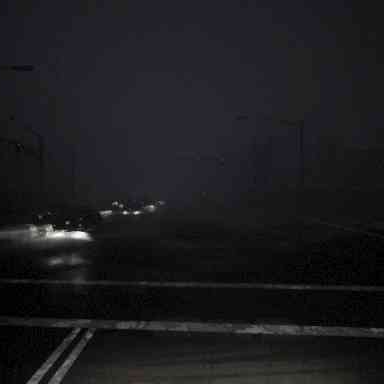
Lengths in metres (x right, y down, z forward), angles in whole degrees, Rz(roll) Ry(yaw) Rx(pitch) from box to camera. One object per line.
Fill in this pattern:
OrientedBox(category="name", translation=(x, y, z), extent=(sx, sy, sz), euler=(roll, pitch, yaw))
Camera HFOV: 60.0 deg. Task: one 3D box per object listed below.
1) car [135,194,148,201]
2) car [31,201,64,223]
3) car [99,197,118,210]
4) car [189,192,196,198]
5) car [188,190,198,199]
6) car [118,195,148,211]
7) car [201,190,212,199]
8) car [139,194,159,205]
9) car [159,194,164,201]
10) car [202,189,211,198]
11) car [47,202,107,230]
OrientedBox(category="car", translation=(-10.339, 1.078, 68.426), extent=(2.033, 1.411, 5.357), euler=(0, 1, 0))
OrientedBox(category="car", translation=(-10.542, 1.477, 25.558), extent=(2.128, 1.511, 4.902), euler=(0, 0, 0))
OrientedBox(category="car", translation=(-10.492, 1.398, 41.622), extent=(2.128, 1.511, 4.902), euler=(0, 0, 0))
OrientedBox(category="car", translation=(0.207, 0.671, 87.179), extent=(1.812, 1.442, 4.674), euler=(0, 1, 0))
OrientedBox(category="car", translation=(0.181, 0.592, 76.503), extent=(2.150, 2.045, 5.566), euler=(0, 1, 0))
OrientedBox(category="car", translation=(-6.970, 1.467, 39.967), extent=(2.033, 1.411, 5.357), euler=(0, 0, 0))
OrientedBox(category="car", translation=(3.685, 0.898, 77.567), extent=(1.994, 1.385, 4.181), euler=(0, 1, 0))
OrientedBox(category="car", translation=(-6.961, 1.375, 53.270), extent=(1.895, 1.301, 4.718), euler=(0, 1, 0))
OrientedBox(category="car", translation=(-6.838, 1.125, 68.755), extent=(1.895, 1.301, 4.718), euler=(0, 1, 0))
OrientedBox(category="car", translation=(3.708, 0.364, 87.560), extent=(2.150, 2.045, 5.566), euler=(0, 1, 0))
OrientedBox(category="car", translation=(-7.055, 1.555, 20.833), extent=(1.994, 1.385, 4.181), euler=(0, 0, 0))
